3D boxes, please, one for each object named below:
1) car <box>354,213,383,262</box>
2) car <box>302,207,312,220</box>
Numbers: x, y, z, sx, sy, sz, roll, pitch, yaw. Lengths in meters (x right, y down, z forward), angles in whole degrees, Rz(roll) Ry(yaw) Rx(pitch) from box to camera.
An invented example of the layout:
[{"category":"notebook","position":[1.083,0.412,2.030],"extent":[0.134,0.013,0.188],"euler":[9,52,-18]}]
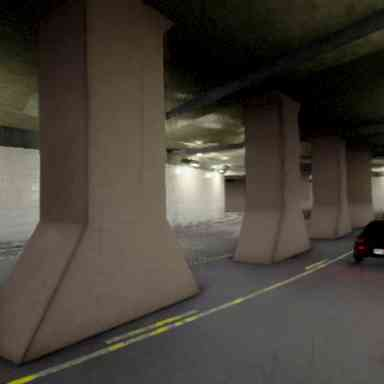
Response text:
[{"category":"car","position":[7.325,1.722,12.239],"extent":[1.812,1.442,4.674],"euler":[-2,-2,39]},{"category":"car","position":[12.924,2.309,36.039],"extent":[1.895,1.301,4.718],"euler":[-1,-2,15]}]
